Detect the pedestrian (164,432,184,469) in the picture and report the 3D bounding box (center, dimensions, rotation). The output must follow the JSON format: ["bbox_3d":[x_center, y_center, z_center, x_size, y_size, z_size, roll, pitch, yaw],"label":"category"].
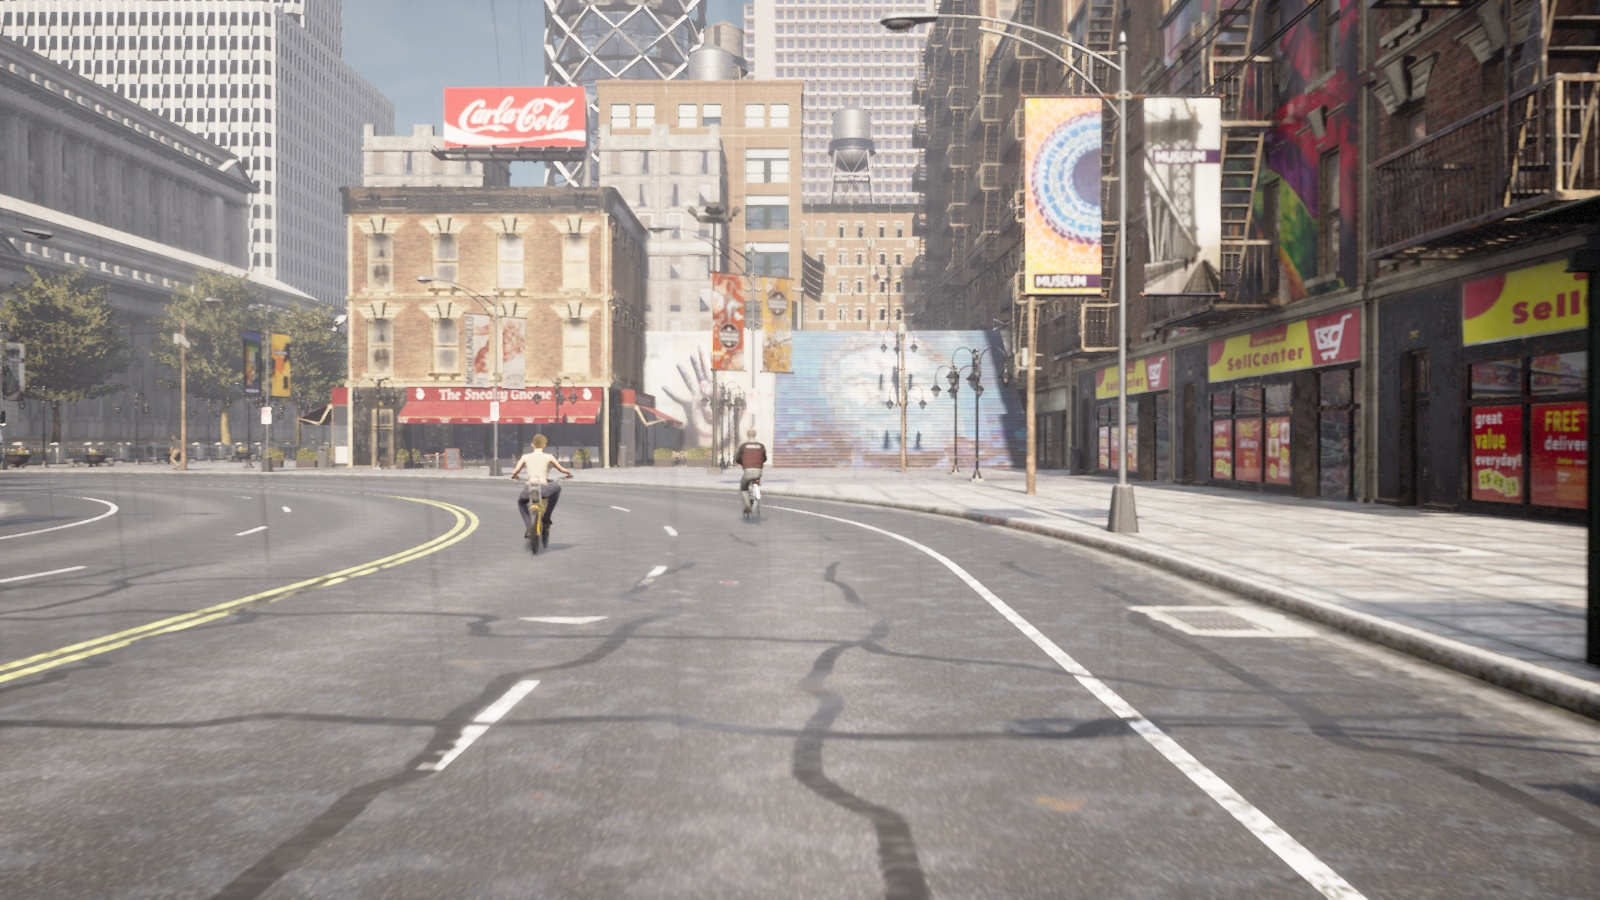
[{"bbox_3d":[-31.368,0.023,62.930,0.694,1.848,0.540,0,0,7],"label":"pedestrian"}]

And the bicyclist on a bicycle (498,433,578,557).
[{"bbox_3d":[-3.563,0.583,17.204,0.866,1.612,1.509,0,0,-4],"label":"bicyclist on a bicycle"}]

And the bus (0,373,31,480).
[{"bbox_3d":[-36.805,-0.943,50.367,10.273,4.253,3.944,0,0,12],"label":"bus"}]

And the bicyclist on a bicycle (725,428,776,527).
[{"bbox_3d":[-0.945,0.484,23.506,0.659,1.776,1.843,0,1,-12],"label":"bicyclist on a bicycle"}]
